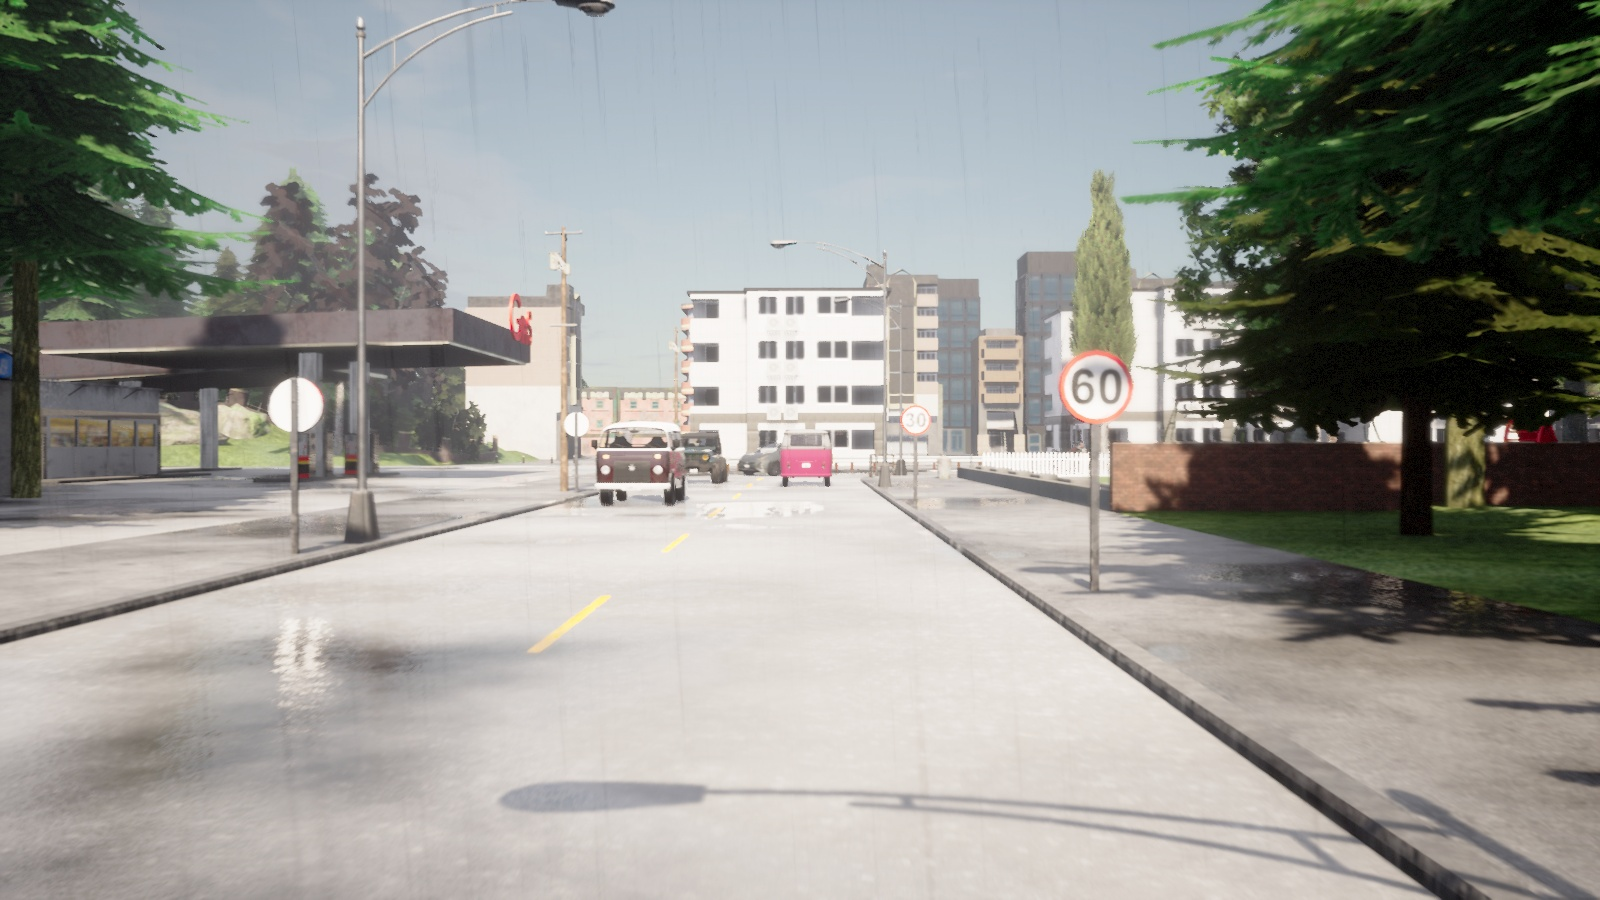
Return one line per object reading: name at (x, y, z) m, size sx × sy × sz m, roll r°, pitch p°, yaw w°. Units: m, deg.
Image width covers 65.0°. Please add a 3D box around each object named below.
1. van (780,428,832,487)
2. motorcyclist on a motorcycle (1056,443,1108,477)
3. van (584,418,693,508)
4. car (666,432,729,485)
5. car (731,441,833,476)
van at (0.218, 0.248, 44.611) m, size 1.775 × 1.987 × 4.442 m, roll 0°, pitch 0°, yaw 0°
motorcyclist on a motorcycle at (12.950, 0.467, 57.727) m, size 2.191 × 1.530 × 0.866 m, roll 0°, pitch 0°, yaw 1°
van at (-3.843, 0.294, 30.711) m, size 2.069 × 2.038 × 4.480 m, roll 0°, pitch 0°, yaw 0°
car at (-3.764, 0.277, 46.538) m, size 1.905 × 1.878 × 3.866 m, roll 0°, pitch 0°, yaw 2°
car at (-0.794, 0.372, 57.241) m, size 4.514 × 1.525 × 2.007 m, roll 0°, pitch 0°, yaw -44°
